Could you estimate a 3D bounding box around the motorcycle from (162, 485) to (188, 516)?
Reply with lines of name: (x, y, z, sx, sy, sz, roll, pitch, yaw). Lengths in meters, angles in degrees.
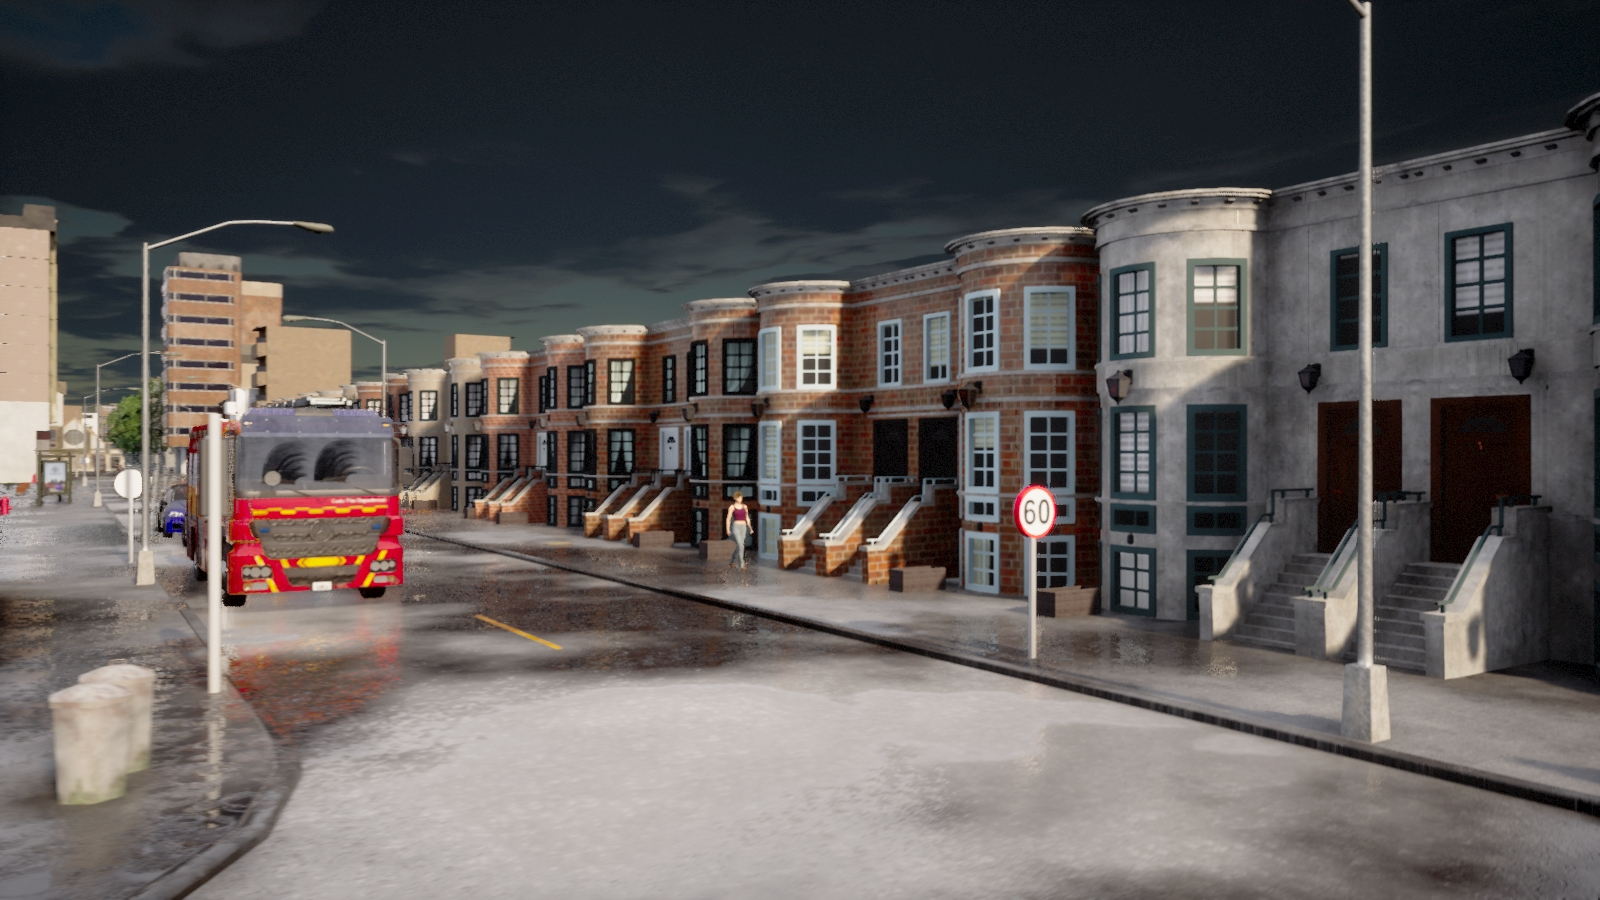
motorcycle: (-25.359, 2.033, 46.338, 0.803, 1.145, 2.033, 0, 0, -33)

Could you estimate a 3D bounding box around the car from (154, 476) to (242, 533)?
car: (-20.399, 1.781, 38.633, 2.242, 1.667, 4.611, 0, 0, -33)

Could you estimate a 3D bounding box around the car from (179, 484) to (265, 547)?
car: (-16.609, 1.827, 32.736, 1.789, 1.549, 3.705, 0, 0, -33)

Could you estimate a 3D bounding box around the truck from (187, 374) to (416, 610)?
truck: (-10.287, 0.692, 22.939, 2.891, 3.827, 8.468, 0, 0, -33)

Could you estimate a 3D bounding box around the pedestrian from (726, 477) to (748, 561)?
pedestrian: (-1.421, 1.548, 25.773, 0.375, 1.860, 0.375, 0, 0, -25)
